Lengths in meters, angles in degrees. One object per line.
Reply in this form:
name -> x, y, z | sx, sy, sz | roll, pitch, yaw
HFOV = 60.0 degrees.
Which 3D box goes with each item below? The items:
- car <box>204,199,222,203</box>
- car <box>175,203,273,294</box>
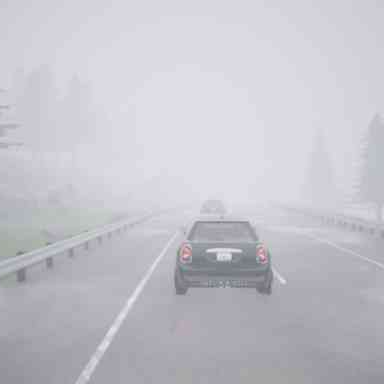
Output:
car -> 1.777, 1.349, 27.469 | 2.097, 1.767, 4.553 | 0, 0, 5
car -> 0.712, 1.351, 8.963 | 2.097, 1.767, 4.553 | 0, 0, 1
